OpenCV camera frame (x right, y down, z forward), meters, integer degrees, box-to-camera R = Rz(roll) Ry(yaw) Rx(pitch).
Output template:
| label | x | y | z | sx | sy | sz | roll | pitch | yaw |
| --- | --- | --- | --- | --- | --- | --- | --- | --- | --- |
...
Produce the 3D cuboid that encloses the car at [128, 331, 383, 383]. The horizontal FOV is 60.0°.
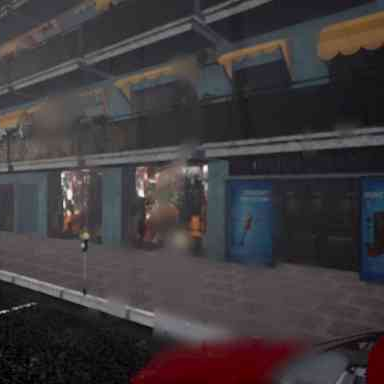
| label | x | y | z | sx | sy | sz | roll | pitch | yaw |
| --- | --- | --- | --- | --- | --- | --- | --- | --- | --- |
| car | 1.347 | 1.582 | 1.913 | 4.206 | 1.307 | 1.802 | 0 | 0 | 35 |
